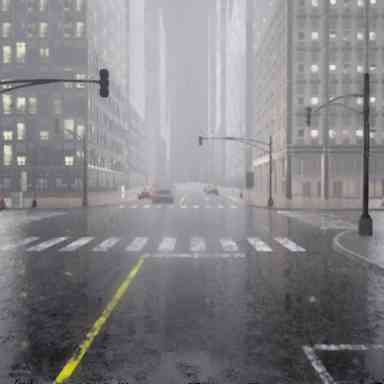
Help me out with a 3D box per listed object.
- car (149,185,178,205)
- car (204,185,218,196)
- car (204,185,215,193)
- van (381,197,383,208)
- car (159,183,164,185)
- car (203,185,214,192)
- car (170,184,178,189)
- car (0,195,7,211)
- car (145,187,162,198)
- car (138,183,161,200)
[{"bbox_3d":[-2.711,0.415,32.553,1.882,1.535,5.008,0,3,1],"label":"car"},{"bbox_3d":[3.158,-0.149,51.294,1.802,1.307,4.206,1,2,0],"label":"car"},{"bbox_3d":[3.261,-0.586,62.611,1.752,1.417,4.829,1,2,0],"label":"car"},{"bbox_3d":[16.199,0.617,24.483,3.998,1.788,1.690,0,1,1],"label":"van"},{"bbox_3d":[-5.217,-0.412,51.298,2.192,1.841,5.009,1,2,0],"label":"car"},{"bbox_3d":[3.308,-0.727,68.016,1.947,1.339,4.313,1,2,0],"label":"car"},{"bbox_3d":[-4.873,-1.493,90.308,1.887,1.381,4.507,1,2,0],"label":"car"},{"bbox_3d":[-16.273,0.665,24.846,4.097,1.590,1.967,0,1,1],"label":"car"},{"bbox_3d":[-5.272,0.041,45.735,1.802,1.307,4.206,1,2,0],"label":"car"},{"bbox_3d":[-5.319,0.087,40.158,1.967,1.590,4.097,1,2,0],"label":"car"}]
